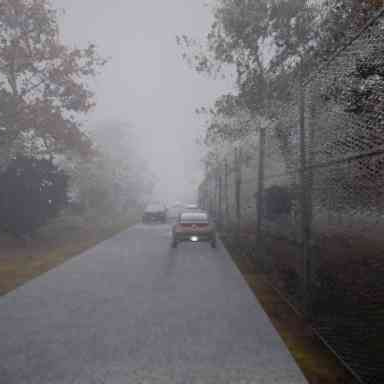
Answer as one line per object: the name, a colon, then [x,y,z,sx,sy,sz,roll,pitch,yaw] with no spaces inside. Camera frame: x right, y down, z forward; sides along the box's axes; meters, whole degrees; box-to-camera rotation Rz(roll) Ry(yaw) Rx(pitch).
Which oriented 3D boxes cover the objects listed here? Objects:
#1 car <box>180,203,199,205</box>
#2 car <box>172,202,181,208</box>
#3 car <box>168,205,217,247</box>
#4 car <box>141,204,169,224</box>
car: [0.025,1.839,33.237,1.812,1.442,4.674,0,-1,0]
car: [-3.065,2.696,67.946,1.882,1.535,5.008,0,-2,0]
car: [0.084,1.581,15.364,1.837,1.490,4.892,0,0,0]
car: [-2.891,1.690,26.938,1.882,1.535,5.008,0,-1,0]
